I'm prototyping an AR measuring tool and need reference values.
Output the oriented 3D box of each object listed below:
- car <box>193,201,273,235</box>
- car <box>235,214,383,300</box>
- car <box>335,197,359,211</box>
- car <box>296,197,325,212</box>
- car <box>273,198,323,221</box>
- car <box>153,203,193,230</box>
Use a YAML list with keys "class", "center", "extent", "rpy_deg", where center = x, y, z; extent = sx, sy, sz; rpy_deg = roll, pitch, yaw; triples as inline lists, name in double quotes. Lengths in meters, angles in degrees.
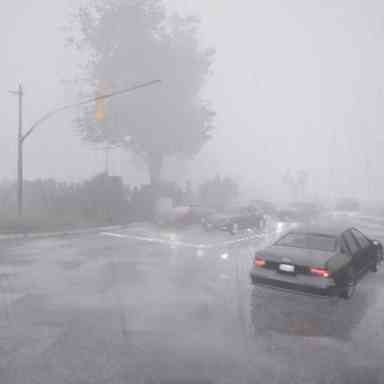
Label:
- class: "car"
  center: [2.420, 1.457, 18.577]
  extent: [1.837, 1.490, 4.892]
  rpy_deg: [0, 0, 39]
- class: "car"
  center: [3.425, 1.536, 8.480]
  extent: [2.033, 1.411, 5.357]
  rpy_deg: [0, 0, 39]
- class: "car"
  center: [17.928, 1.396, 38.332]
  extent: [1.837, 1.490, 4.892]
  rpy_deg: [0, 0, 37]
- class: "car"
  center: [13.811, 1.409, 38.693]
  extent: [1.812, 1.442, 4.674]
  rpy_deg: [0, 0, 37]
- class: "car"
  center: [8.549, 1.492, 26.246]
  extent: [2.033, 1.411, 5.357]
  rpy_deg: [0, 0, 39]
- class: "car"
  center: [-0.307, 1.458, 20.769]
  extent: [1.812, 1.442, 4.674]
  rpy_deg: [0, 0, 40]
